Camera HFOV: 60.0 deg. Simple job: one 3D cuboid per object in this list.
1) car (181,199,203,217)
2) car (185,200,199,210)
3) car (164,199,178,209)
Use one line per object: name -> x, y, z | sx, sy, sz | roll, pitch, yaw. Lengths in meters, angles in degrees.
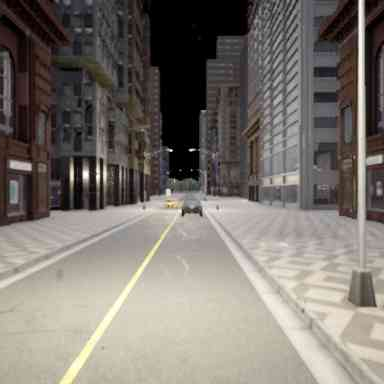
car -> 0.008, 1.483, 33.478 | 2.097, 1.767, 4.553 | 0, 0, 0
car -> 0.041, 1.785, 46.723 | 1.895, 1.301, 4.718 | 0, 0, 1
car -> -3.000, 1.714, 48.570 | 1.882, 1.535, 5.008 | 0, 0, 0
